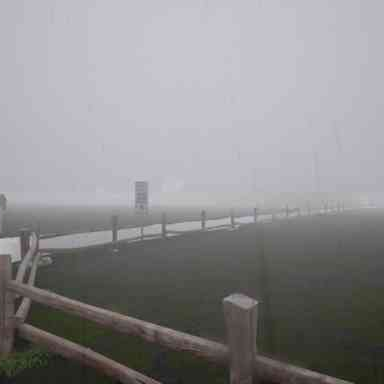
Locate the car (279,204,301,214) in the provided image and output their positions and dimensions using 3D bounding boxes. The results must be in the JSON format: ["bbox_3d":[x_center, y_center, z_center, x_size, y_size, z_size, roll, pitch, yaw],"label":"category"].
[{"bbox_3d":[14.622,2.470,49.424,2.033,1.411,5.357,-1,-1,35],"label":"car"}]
